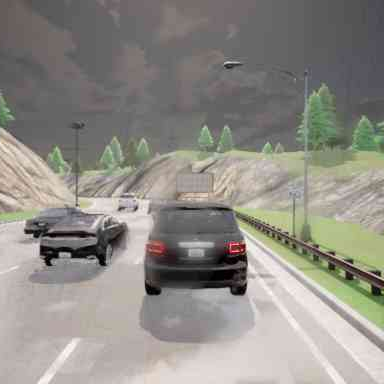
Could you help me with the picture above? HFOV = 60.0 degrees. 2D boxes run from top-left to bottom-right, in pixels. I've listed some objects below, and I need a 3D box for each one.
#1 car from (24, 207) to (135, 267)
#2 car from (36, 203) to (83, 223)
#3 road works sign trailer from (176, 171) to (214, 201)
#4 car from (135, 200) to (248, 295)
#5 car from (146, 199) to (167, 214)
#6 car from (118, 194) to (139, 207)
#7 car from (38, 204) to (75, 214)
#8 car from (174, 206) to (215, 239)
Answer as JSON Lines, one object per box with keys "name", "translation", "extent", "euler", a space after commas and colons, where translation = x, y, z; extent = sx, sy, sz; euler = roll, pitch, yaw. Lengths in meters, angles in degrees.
{"name": "car", "translation": [-3.412, 1.490, 11.358], "extent": [2.128, 1.511, 4.902], "euler": [0, 0, 0]}
{"name": "car", "translation": [-10.463, 1.601, 26.695], "extent": [1.895, 1.301, 4.718], "euler": [0, 0, -1]}
{"name": "road works sign trailer", "translation": [0.188, 0.464, 21.561], "extent": [2.380, 3.560, 2.880], "euler": [0, 0, 0]}
{"name": "car", "translation": [0.088, 1.221, 8.840], "extent": [2.150, 2.045, 5.566], "euler": [0, 0, 0]}
{"name": "car", "translation": [-3.815, 1.548, 36.432], "extent": [2.033, 1.411, 5.357], "euler": [0, 0, -4]}
{"name": "car", "translation": [-7.721, 1.216, 40.744], "extent": [2.150, 2.045, 5.566], "euler": [0, -1, -6]}
{"name": "car", "translation": [-6.923, 1.547, 17.884], "extent": [2.033, 1.411, 5.357], "euler": [0, 0, 0]}
{"name": "car", "translation": [0.112, 1.559, 18.065], "extent": [1.994, 1.385, 4.181], "euler": [0, 0, 0]}
